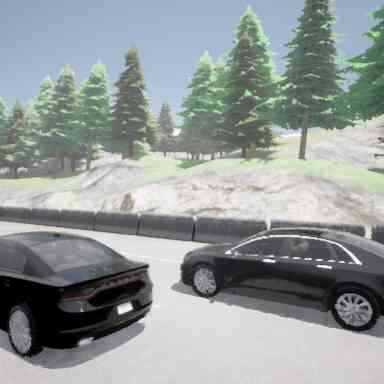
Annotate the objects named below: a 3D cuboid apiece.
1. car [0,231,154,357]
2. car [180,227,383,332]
[{"bbox_3d":[-2.952,1.470,6.097,5.008,1.535,1.882,0,0,35],"label":"car"},{"bbox_3d":[1.986,1.501,6.874,4.892,1.490,1.837,0,0,35],"label":"car"}]
